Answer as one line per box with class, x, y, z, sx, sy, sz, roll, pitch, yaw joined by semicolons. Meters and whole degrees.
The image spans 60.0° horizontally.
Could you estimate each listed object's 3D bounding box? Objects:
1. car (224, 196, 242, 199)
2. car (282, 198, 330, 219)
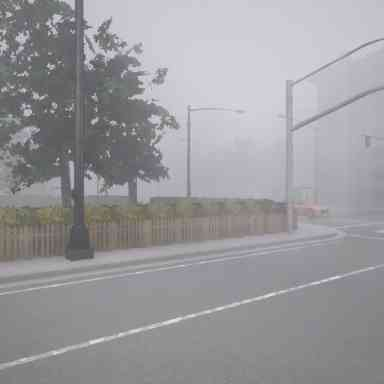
car;4.808;1.352;43.297;2.097;1.767;4.553;0;0;-35
car;9.849;1.352;29.547;2.097;1.767;4.553;0;0;-35
